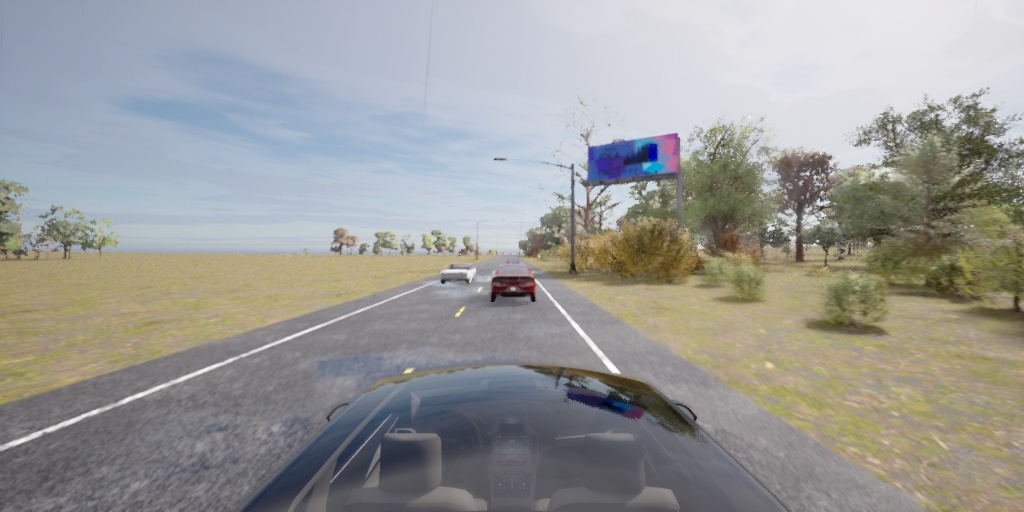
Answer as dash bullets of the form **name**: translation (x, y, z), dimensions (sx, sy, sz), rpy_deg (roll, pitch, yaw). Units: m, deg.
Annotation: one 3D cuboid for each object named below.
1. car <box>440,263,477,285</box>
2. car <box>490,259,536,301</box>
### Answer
- **car**: translation (-3.529, 1.134, 24.072), dimensions (1.895, 1.301, 4.718), rpy_deg (0, 1, 0)
- **car**: translation (0.064, 1.085, 16.401), dimensions (1.882, 1.535, 5.008), rpy_deg (0, 1, 0)
